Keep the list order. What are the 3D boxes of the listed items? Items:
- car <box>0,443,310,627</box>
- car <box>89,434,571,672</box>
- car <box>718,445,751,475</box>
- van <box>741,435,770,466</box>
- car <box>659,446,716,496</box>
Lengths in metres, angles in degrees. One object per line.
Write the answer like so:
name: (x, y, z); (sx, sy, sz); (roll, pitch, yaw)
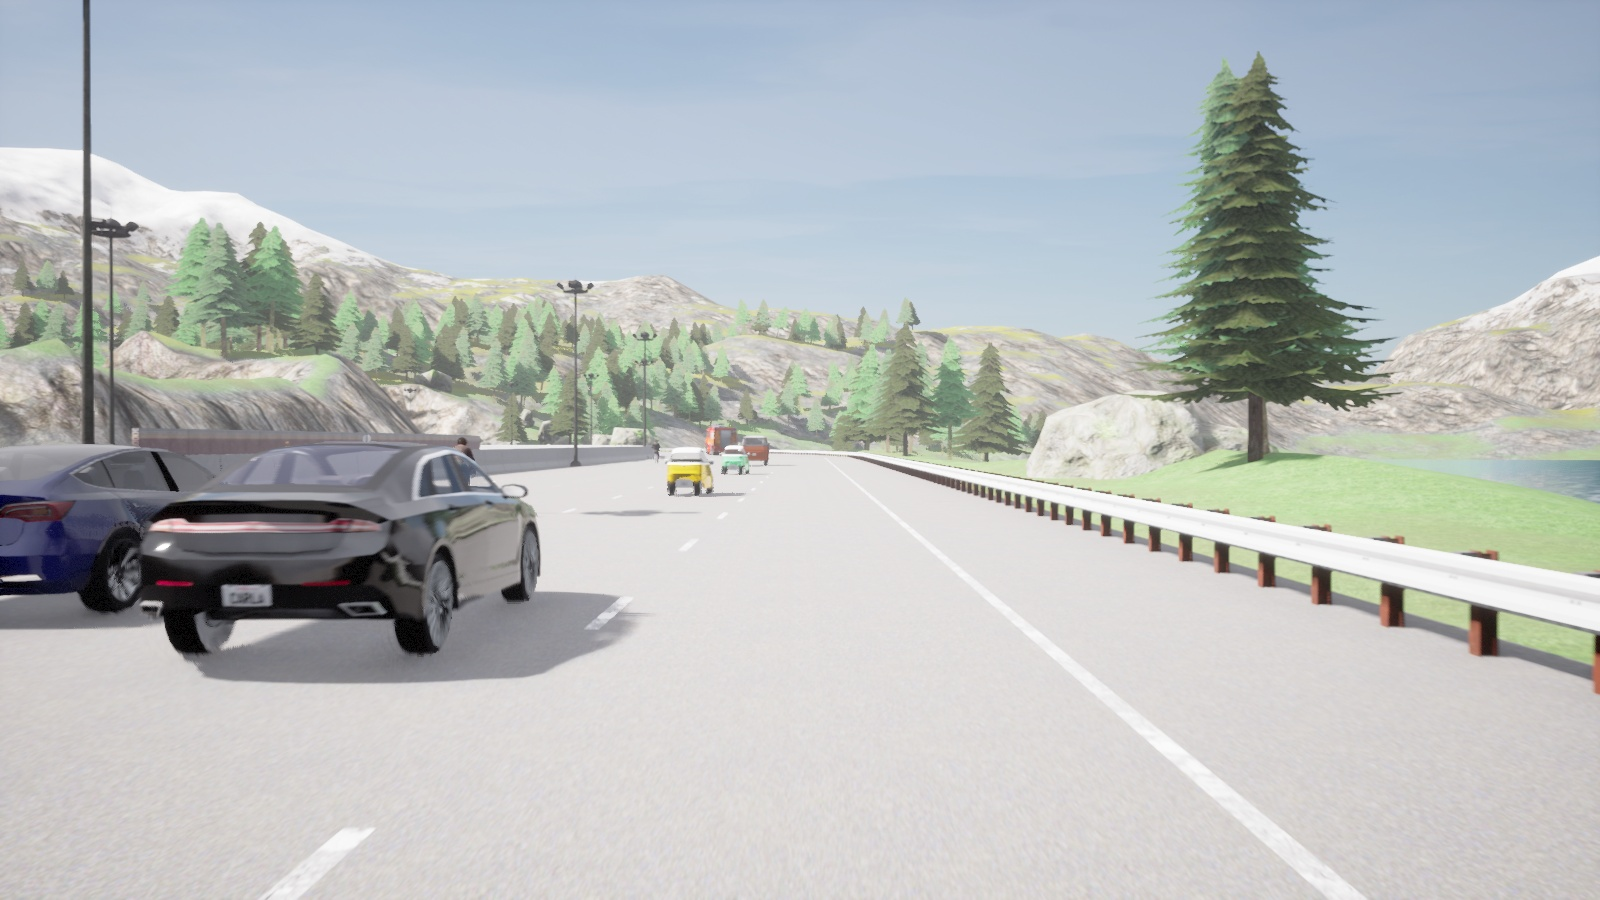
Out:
car: (-6.913, 0.670, 12.516); (2.163, 1.488, 4.792); (0, 0, 0)
car: (-3.429, 0.641, 10.420); (2.128, 1.511, 4.902); (0, 0, 0)
car: (-3.137, 0.458, 60.352); (1.481, 1.376, 2.207); (0, 1, 0)
van: (-2.997, 0.019, 84.707); (1.775, 1.987, 4.442); (0, 0, 0)
car: (-3.273, 0.591, 36.797); (1.481, 1.376, 2.207); (0, 1, 0)
